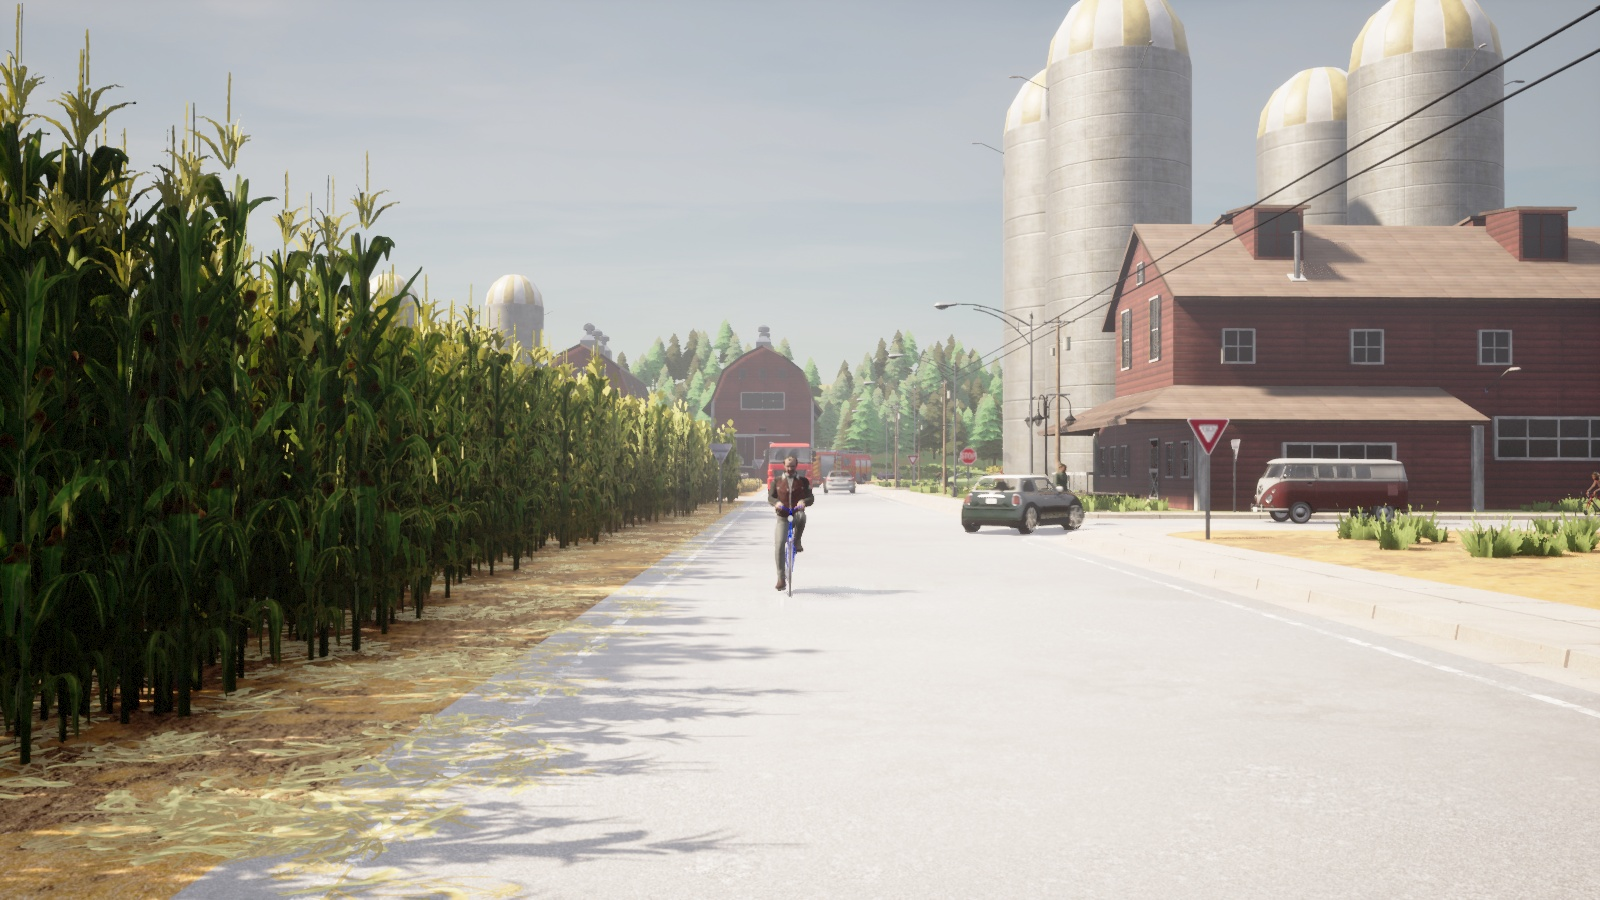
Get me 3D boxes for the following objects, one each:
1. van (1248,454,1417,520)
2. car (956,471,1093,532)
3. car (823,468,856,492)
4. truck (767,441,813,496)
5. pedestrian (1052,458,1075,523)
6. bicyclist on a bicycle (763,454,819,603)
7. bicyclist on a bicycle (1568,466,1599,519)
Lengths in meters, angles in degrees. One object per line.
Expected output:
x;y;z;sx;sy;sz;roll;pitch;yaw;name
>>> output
16.334;1.123;38.666;4.442;1.987;1.775;0;-1;-1;van
5.936;1.298;32.922;1.970;1.475;3.806;-1;-1;38;car
2.798;2.152;89.841;2.242;1.667;4.611;0;-1;0;car
-0.660;1.247;84.249;2.891;3.462;7.936;0;-1;0;truck
7.625;1.168;36.318;0.353;1.847;0.614;0;-1;-21;pedestrian
-0.114;0.952;15.903;0.659;1.776;1.843;0;-1;0;bicyclist on a bicycle
24.792;1.292;38.857;1.656;1.620;0.582;0;-1;-1;bicyclist on a bicycle
